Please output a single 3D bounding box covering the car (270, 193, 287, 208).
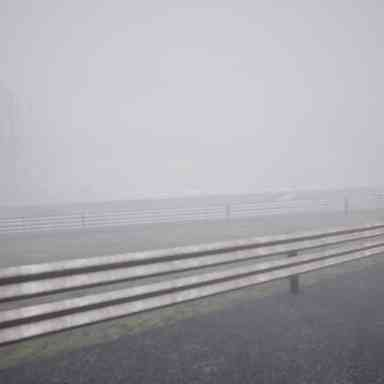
[{"bbox_3d":[11.095,0.934,35.008,4.674,1.442,1.812,-3,1,-14],"label":"car"}]

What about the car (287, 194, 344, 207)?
[{"bbox_3d":[12.056,0.941,31.641,4.902,1.511,2.128,-3,1,-14],"label":"car"}]

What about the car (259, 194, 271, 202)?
[{"bbox_3d":[10.177,0.872,38.387,4.892,1.490,1.837,-3,1,-14],"label":"car"}]

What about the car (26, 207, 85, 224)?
[{"bbox_3d":[-11.930,2.073,29.247,4.902,1.511,2.128,-3,1,-14],"label":"car"}]
